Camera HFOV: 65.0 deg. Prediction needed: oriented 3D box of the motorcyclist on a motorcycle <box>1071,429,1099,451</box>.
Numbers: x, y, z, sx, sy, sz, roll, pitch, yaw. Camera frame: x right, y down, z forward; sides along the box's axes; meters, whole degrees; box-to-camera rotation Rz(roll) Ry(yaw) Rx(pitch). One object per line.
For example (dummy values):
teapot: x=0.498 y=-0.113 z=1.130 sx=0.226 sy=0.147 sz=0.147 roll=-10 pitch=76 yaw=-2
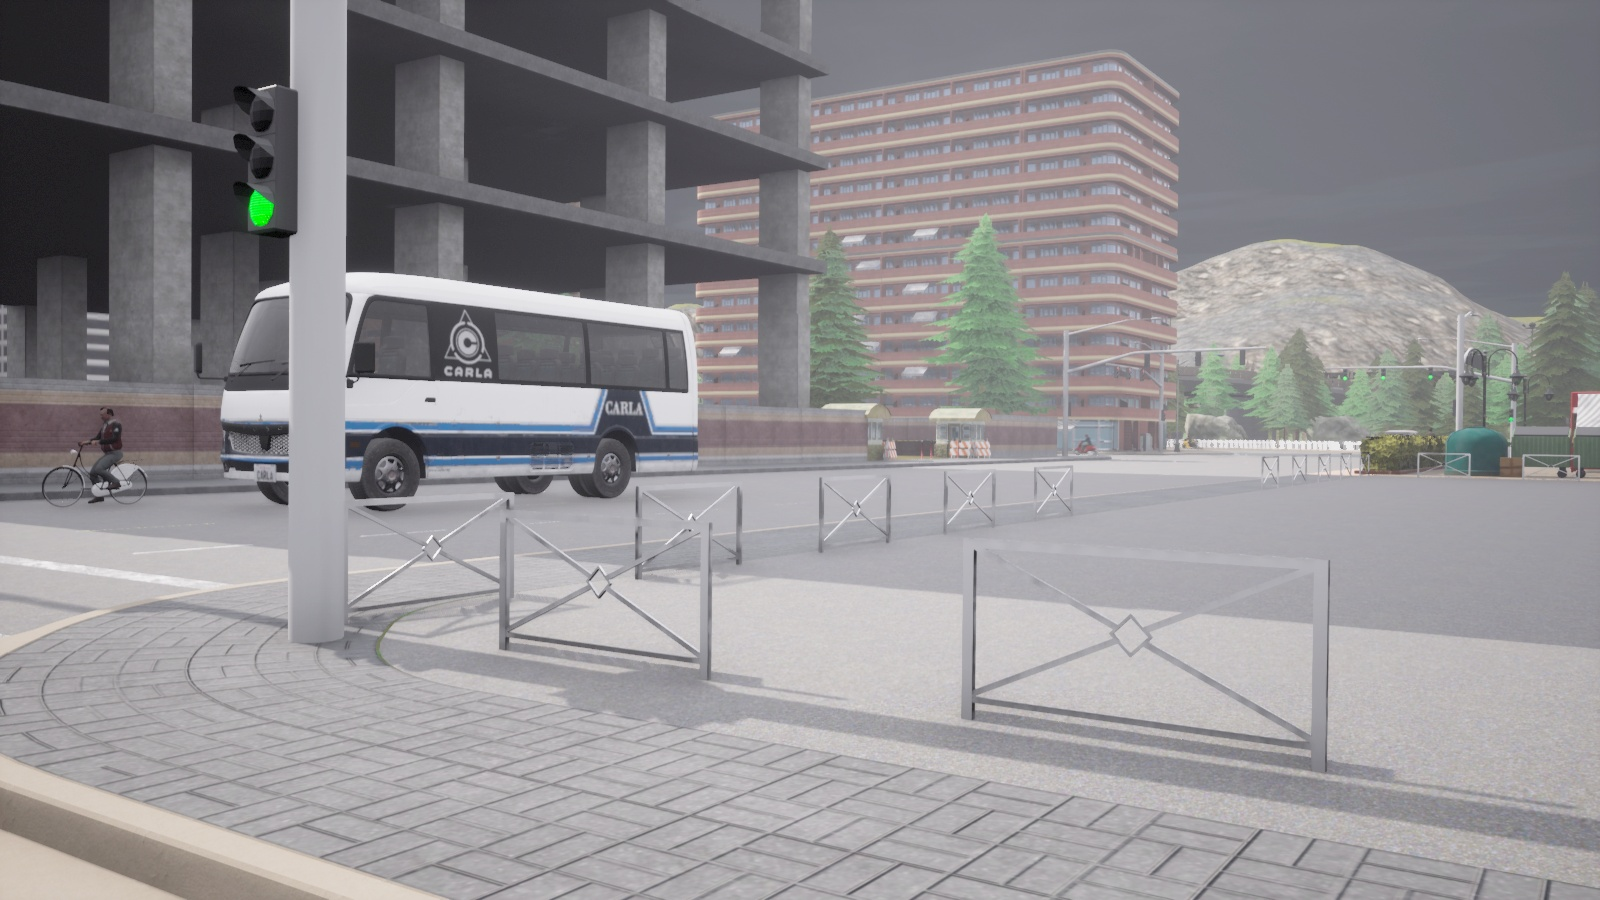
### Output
motorcyclist on a motorcycle: x=20.510 y=-0.741 z=90.400 sx=1.817 sy=1.590 sz=0.866 roll=0 pitch=1 yaw=36

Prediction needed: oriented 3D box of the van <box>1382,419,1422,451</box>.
van: x=38.874 y=-0.989 z=81.052 sx=1.775 sy=1.987 sz=4.442 roll=0 pitch=1 yaw=33

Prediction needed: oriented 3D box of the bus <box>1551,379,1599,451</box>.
bus: x=50.669 y=-2.120 z=74.448 sx=10.273 sy=4.253 sz=3.944 roll=-1 pitch=1 yaw=34

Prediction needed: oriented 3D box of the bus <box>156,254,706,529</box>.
bus: x=-6.590 y=-0.983 z=24.826 sx=3.944 sy=4.253 sz=10.273 roll=0 pitch=1 yaw=33

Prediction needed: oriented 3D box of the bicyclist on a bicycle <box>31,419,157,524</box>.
bicyclist on a bicycle: x=-12.481 y=0.352 z=22.252 sx=0.659 sy=1.776 sz=1.843 roll=0 pitch=1 yaw=33
